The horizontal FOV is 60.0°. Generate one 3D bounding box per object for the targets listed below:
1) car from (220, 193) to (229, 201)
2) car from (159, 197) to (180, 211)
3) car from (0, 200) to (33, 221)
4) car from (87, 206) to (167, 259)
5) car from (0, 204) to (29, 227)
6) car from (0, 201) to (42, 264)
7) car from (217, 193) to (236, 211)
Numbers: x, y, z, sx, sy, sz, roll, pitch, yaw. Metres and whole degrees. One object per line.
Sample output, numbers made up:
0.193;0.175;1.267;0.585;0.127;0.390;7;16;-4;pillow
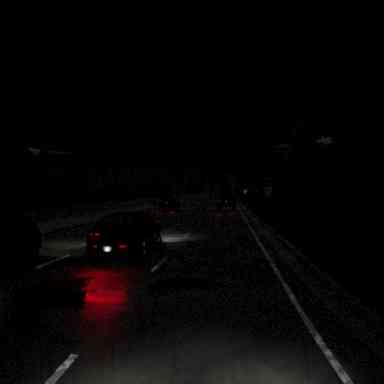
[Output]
7.996;1.239;82.289;2.150;2.045;5.566;0;0;5;car
-2.747;1.355;41.686;2.097;1.767;4.553;0;0;6;car
-15.911;1.500;28.160;2.128;1.511;4.902;0;0;6;car
-2.377;1.505;12.694;1.837;1.490;4.892;0;0;6;car
-13.102;1.561;22.190;1.994;1.385;4.181;0;0;7;car
-6.286;1.219;8.812;2.150;2.045;5.566;0;0;5;car
4.332;1.231;42.018;2.150;2.045;5.566;0;0;6;car
